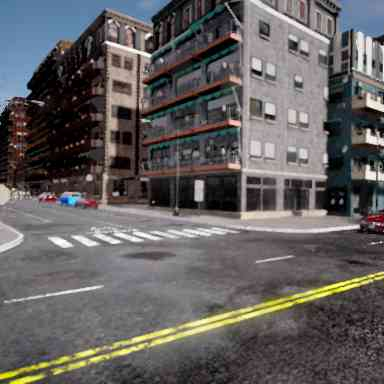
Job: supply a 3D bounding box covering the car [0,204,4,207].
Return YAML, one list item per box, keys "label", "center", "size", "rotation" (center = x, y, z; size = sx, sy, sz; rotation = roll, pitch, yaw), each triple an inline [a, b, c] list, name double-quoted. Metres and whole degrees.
- label: "car"
  center: [-22.020, 0.856, 36.762]
  size: [1.967, 1.590, 4.097]
  rotation: [3, -1, -37]

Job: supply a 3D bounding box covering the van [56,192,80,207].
- label: "van"
  center: [-15.269, 0.926, 41.842]
  size: [1.690, 1.788, 3.998]
  rotation: [2, -1, -37]

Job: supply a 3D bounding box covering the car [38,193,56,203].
- label: "car"
  center: [-22.122, 0.852, 50.766]
  size: [1.967, 1.590, 4.097]
  rotation: [2, -1, -37]

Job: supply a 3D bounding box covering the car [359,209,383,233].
- label: "car"
  center: [12.149, 1.749, 20.334]
  size: [4.674, 1.442, 1.812]
  rotation: [1, 0, -35]

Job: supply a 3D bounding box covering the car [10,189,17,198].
- label: "car"
  center: [-35.773, 0.616, 68.656]
  size: [2.008, 1.369, 4.403]
  rotation: [2, -1, -37]

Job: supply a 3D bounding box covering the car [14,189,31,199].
- label: "car"
  center: [-32.361, 0.702, 64.184]
  size: [2.008, 1.369, 4.403]
  rotation: [2, -1, -37]

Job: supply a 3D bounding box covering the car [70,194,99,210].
- label: "car"
  center: [-11.827, 1.255, 37.397]
  size: [1.802, 1.307, 4.206]
  rotation: [2, -1, -37]

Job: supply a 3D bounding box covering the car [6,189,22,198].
- label: "car"
  center: [-39.176, 0.293, 73.131]
  size: [2.192, 1.841, 5.009]
  rotation: [2, -1, -37]
